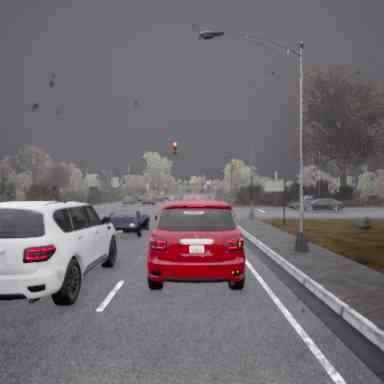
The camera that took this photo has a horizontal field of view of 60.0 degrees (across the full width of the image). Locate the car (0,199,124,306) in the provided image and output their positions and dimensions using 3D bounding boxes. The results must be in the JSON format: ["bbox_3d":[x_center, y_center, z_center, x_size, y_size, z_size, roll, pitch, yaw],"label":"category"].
[{"bbox_3d":[-3.405,1.217,8.157,2.150,2.045,5.566,0,0,0],"label":"car"}]

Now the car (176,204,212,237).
[{"bbox_3d":[0.090,1.515,18.911,1.812,1.442,4.674,0,0,0],"label":"car"}]

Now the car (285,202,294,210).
[{"bbox_3d":[14.383,1.524,41.040,5.357,1.411,2.033,0,0,3],"label":"car"}]

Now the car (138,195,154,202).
[{"bbox_3d":[-7.114,1.516,55.684,2.033,1.411,5.357,0,0,0],"label":"car"}]

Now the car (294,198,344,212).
[{"bbox_3d":[14.486,1.483,37.533,4.892,1.490,1.837,0,0,3],"label":"car"}]

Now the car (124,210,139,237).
[{"bbox_3d":[-3.410,1.591,17.925,1.895,1.301,4.718,0,0,0],"label":"car"}]

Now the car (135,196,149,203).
[{"bbox_3d":[-10.541,1.500,70.302,2.033,1.411,5.357,0,0,0],"label":"car"}]

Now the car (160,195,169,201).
[{"bbox_3d":[-7.046,1.543,85.893,1.895,1.301,4.718,0,0,0],"label":"car"}]

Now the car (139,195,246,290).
[{"bbox_3d":[0.092,1.216,9.217,2.150,2.045,5.566,0,0,0],"label":"car"}]

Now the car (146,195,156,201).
[{"bbox_3d":[-10.546,1.473,85.900,2.128,1.511,4.902,0,0,0],"label":"car"}]

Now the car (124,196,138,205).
[{"bbox_3d":[-10.613,1.473,56.179,1.837,1.490,4.892,0,0,0],"label":"car"}]

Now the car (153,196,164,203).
[{"bbox_3d":[-7.041,1.555,70.648,1.895,1.301,4.718,0,0,0],"label":"car"}]
